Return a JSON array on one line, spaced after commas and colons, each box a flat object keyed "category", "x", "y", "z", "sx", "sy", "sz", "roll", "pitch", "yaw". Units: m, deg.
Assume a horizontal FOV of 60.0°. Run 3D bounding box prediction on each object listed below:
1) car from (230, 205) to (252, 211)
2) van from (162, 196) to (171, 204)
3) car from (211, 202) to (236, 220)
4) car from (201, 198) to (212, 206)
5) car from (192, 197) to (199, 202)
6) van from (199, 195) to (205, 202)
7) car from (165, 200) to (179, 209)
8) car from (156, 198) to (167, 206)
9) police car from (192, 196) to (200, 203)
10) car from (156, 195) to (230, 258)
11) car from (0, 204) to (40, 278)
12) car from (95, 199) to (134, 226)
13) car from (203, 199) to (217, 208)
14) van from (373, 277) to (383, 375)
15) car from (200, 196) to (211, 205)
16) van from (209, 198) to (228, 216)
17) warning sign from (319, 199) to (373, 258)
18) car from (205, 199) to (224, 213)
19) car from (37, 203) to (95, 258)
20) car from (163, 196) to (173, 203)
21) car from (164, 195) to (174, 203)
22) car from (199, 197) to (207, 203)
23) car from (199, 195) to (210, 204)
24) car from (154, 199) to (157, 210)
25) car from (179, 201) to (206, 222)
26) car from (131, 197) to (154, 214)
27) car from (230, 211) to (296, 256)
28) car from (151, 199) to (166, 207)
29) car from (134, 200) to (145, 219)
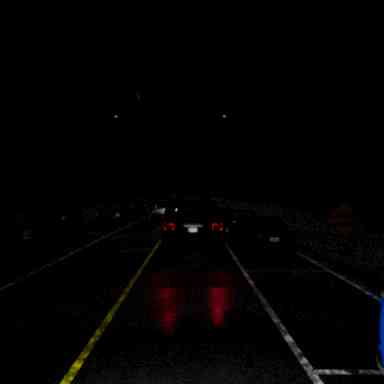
[{"category": "car", "x": 2.751, "y": 1.658, "z": 18.779, "sx": 1.947, "sy": 1.339, "sz": 4.313, "roll": 0, "pitch": 0, "yaw": 0}, {"category": "van", "x": -5.810, "y": 1.740, "z": 74.852, "sx": 1.690, "sy": 1.788, "sz": 3.998, "roll": 0, "pitch": 0, "yaw": 0}, {"category": "car", "x": 2.744, "y": 1.695, "z": 29.997, "sx": 1.887, "sy": 1.381, "sz": 4.507, "roll": 0, "pitch": 0, "yaw": 0}, {"category": "car", "x": 2.722, "y": 1.916, "z": 63.650, "sx": 1.802, "sy": 1.307, "sz": 4.206, "roll": 0, "pitch": 0, "yaw": 0}, {"category": "car", "x": 0.842, "y": 2.022, "z": 91.038, "sx": 1.812, "sy": 1.442, "sz": 4.674, "roll": 0, "pitch": 0, "yaw": 0}, {"category": "van", "x": 2.705, "y": 1.840, "z": 91.697, "sx": 1.690, "sy": 1.788, "sz": 3.998, "roll": 0, "pitch": 0, "yaw": 0}, {"category": "car", "x": -3.113, "y": 1.868, "z": 51.889, "sx": 1.895, "sy": 1.301, "sz": 4.718, "roll": 0, "pitch": 0, "yaw": 0}, {"category": "car", "x": -5.803, "y": 1.916, "z": 63.632, "sx": 1.802, "sy": 1.307, "sz": 4.206, "roll": 0, "pitch": 0, "yaw": 0}, {"category": "police car", "x": 0.848, "y": 1.862, "z": 81.149, "sx": 1.930, "sy": 1.638, "sz": 5.238, "roll": 0, "pitch": 0, "yaw": 0}, {"category": "car", "x": 0.058, "y": 1.288, "z": 13.156, "sx": 2.150, "sy": 2.045, "sz": 5.566, "roll": 0, "pitch": 0, "yaw": 0}, {"category": "car", "x": -5.766, "y": 1.352, "z": 7.540, "sx": 2.192, "sy": 1.841, "sz": 5.009, "roll": 0, "pitch": 0, "yaw": 0}, {"category": "car", "x": -5.777, "y": 1.561, "z": 24.367, "sx": 1.967, "sy": 1.590, "sz": 4.097, "roll": 0, "pitch": 0, "yaw": 0}, {"category": "car", "x": 2.730, "y": 1.836, "z": 52.432, "sx": 1.947, "sy": 1.339, "sz": 4.313, "roll": 0, "pitch": 0, "yaw": 0}, {"category": "van", "x": 2.763, "y": 1.351, "z": 1.952, "sx": 1.690, "sy": 1.788, "sz": 3.998, "roll": 0, "pitch": 0, "yaw": 0}, {"category": "car", "x": 2.719, "y": 1.681, "z": 69.261, "sx": 2.192, "sy": 1.841, "sz": 5.009, "roll": 0, "pitch": 0, "yaw": 0}, {"category": "van", "x": 2.741, "y": 1.520, "z": 35.607, "sx": 1.690, "sy": 1.788, "sz": 3.998, "roll": 0, "pitch": 0, "yaw": 0}, {"category": "warning sign", "x": 5.058, "y": 1.169, "z": 11.045, "sx": 1.300, "sy": 1.860, "sz": 1.060, "roll": 0, "pitch": 0, "yaw": 0}, {"category": "car", "x": 2.737, "y": 1.649, "z": 41.215, "sx": 1.967, "sy": 1.590, "sz": 4.097, "roll": 0, "pitch": 0, "yaw": 0}, {"category": "car", "x": -5.770, "y": 1.379, "z": 13.148, "sx": 2.192, "sy": 1.841, "sz": 5.009, "roll": 0, "pitch": 0, "yaw": 0}, {"category": "car", "x": -5.813, "y": 1.873, "z": 80.461, "sx": 1.967, "sy": 1.590, "sz": 4.097, "roll": 0, "pitch": 0, "yaw": 0}, {"category": "car", "x": -5.817, "y": 1.781, "z": 86.071, "sx": 2.192, "sy": 1.841, "sz": 5.009, "roll": 0, "pitch": 0, "yaw": 0}, {"category": "car", "x": 2.712, "y": 1.959, "z": 80.648, "sx": 1.752, "sy": 1.417, "sz": 4.829, "roll": 0, "pitch": 0, "yaw": 0}, {"category": "car", "x": 2.715, "y": 1.715, "z": 74.870, "sx": 2.192, "sy": 1.841, "sz": 5.009, "roll": 0, "pitch": 0, "yaw": 0}, {"category": "car", "x": -5.792, "y": 1.805, "z": 46.804, "sx": 1.947, "sy": 1.339, "sz": 4.313, "roll": 0, "pitch": 0, "yaw": 0}, {"category": "car", "x": 0.053, "y": 1.639, "z": 29.282, "sx": 2.128, "sy": 1.511, "sz": 4.902, "roll": 0, "pitch": 0, "yaw": 0}, {"category": "car", "x": -5.784, "y": 1.494, "z": 35.587, "sx": 2.192, "sy": 1.841, "sz": 5.009, "roll": 0, "pitch": 0, "yaw": 0}, {"category": "car", "x": 2.755, "y": 1.630, "z": 13.169, "sx": 1.947, "sy": 1.339, "sz": 4.313, "roll": 0, "pitch": 0, "yaw": 0}, {"category": "car", "x": -5.799, "y": 1.852, "z": 58.023, "sx": 2.008, "sy": 1.369, "sz": 4.403, "roll": 0, "pitch": 0, "yaw": 0}, {"category": "car", "x": -5.781, "y": 1.701, "z": 29.976, "sx": 2.008, "sy": 1.369, "sz": 4.403, "roll": 0, "pitch": 0, "yaw": 0}]
